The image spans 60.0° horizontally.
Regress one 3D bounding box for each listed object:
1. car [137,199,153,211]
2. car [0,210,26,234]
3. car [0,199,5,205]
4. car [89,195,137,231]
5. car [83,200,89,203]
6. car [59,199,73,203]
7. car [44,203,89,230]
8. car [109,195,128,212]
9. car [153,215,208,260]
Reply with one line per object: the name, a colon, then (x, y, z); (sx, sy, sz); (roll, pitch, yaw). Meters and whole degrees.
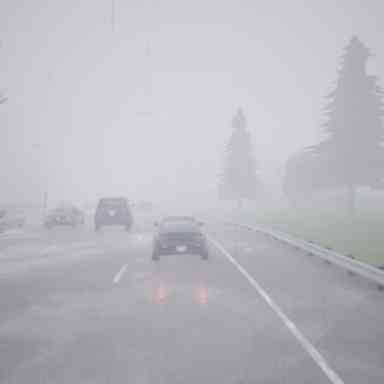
car: (-6.606, 1.715, 45.762); (1.882, 1.535, 5.008); (0, 0, -17)
car: (-11.756, 1.757, 20.129); (1.895, 1.301, 4.718); (0, 0, -8)
car: (-32.470, 1.954, 55.437); (1.812, 1.442, 4.674); (0, 0, -22)
car: (-4.964, 1.346, 21.670); (2.150, 2.045, 5.566); (0, 0, -8)
car: (-16.766, 1.933, 54.151); (1.895, 1.301, 4.718); (0, 0, -21)
car: (-19.401, 1.812, 51.127); (1.882, 1.535, 5.008); (0, 0, -20)
car: (-8.556, 1.696, 22.711); (2.033, 1.411, 5.357); (0, 0, -9)
car: (-9.929, 1.475, 44.711); (2.150, 2.045, 5.566); (0, 0, -16)
car: (-0.501, 1.584, 12.585); (1.812, 1.442, 4.674); (0, 0, -4)
